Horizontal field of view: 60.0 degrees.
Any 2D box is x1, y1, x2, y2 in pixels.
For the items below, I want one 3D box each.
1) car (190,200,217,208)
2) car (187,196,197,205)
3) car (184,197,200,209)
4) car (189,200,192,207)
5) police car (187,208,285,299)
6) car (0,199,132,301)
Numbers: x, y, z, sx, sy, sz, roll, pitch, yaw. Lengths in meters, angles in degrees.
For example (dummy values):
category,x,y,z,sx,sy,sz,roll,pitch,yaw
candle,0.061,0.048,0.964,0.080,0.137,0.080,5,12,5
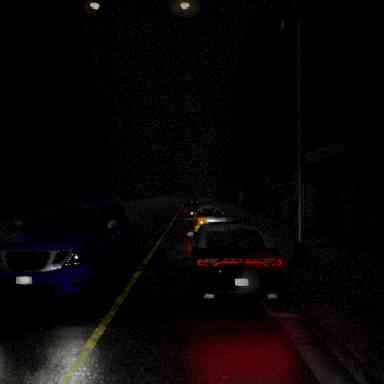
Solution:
category,x,y,z,sx,sy,sz,roll,pitch,yaw
car,0.904,1.469,18.690,1.801,1.575,5.366,0,0,0
car,0.014,1.574,60.332,1.882,1.535,5.008,0,0,0
car,0.026,1.414,46.589,2.097,1.767,4.553,0,0,0
car,0.906,1.547,24.500,1.812,1.442,4.674,0,0,0
police car,0.902,1.430,8.608,1.930,1.638,5.238,0,0,0
car,-2.999,1.225,8.703,2.150,2.045,5.566,0,0,0
